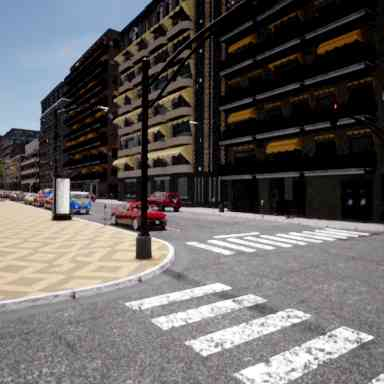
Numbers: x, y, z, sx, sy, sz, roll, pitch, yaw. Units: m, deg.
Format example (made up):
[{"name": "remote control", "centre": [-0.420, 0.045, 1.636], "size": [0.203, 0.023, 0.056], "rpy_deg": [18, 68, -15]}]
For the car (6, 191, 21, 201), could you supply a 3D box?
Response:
[{"name": "car", "centre": [-26.412, 0.541, 50.590], "size": [1.967, 1.590, 4.097], "rpy_deg": [2, 0, -36]}]

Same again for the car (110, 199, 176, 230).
[{"name": "car", "centre": [-3.057, 1.260, 18.618], "size": [1.887, 1.381, 4.507], "rpy_deg": [2, 0, -36]}]

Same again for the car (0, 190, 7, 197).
[{"name": "car", "centre": [-39.764, 0.300, 68.860], "size": [2.008, 1.369, 4.403], "rpy_deg": [2, 0, -36]}]

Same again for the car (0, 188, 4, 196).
[{"name": "car", "centre": [-43.093, -0.023, 73.428], "size": [2.192, 1.841, 5.009], "rpy_deg": [2, 0, -36]}]

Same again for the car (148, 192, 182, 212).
[{"name": "car", "centre": [-2.962, 0.935, 32.702], "size": [2.192, 1.841, 5.009], "rpy_deg": [2, 0, -36]}]

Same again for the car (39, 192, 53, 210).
[{"name": "car", "centre": [-13.067, 0.996, 32.320], "size": [1.887, 1.381, 4.507], "rpy_deg": [2, 0, -36]}]

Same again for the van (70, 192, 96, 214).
[{"name": "van", "centre": [-9.724, 0.881, 27.753], "size": [1.690, 1.788, 3.998], "rpy_deg": [2, 0, -36]}]

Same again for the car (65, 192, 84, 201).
[{"name": "car", "centre": [-19.654, 0.747, 55.540], "size": [1.947, 1.339, 4.313], "rpy_deg": [2, 0, -36]}]

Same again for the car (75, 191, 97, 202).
[{"name": "car", "centre": [-16.314, 0.709, 50.973], "size": [1.967, 1.590, 4.097], "rpy_deg": [2, 0, -36]}]

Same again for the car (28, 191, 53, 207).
[{"name": "car", "centre": [-16.404, 0.908, 36.888], "size": [1.887, 1.381, 4.507], "rpy_deg": [2, 0, -36]}]

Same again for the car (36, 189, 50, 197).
[{"name": "car", "centre": [-32.999, 0.270, 73.810], "size": [1.967, 1.590, 4.097], "rpy_deg": [2, 0, -36]}]

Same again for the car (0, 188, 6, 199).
[{"name": "car", "centre": [-33.089, 0.470, 59.725], "size": [1.887, 1.381, 4.507], "rpy_deg": [2, 0, -36]}]

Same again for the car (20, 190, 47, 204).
[{"name": "car", "centre": [-19.641, 0.804, 41.318], "size": [1.752, 1.417, 4.829], "rpy_deg": [2, 0, -36]}]

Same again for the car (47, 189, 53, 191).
[{"name": "car", "centre": [-26.427, 0.528, 64.812], "size": [1.752, 1.417, 4.829], "rpy_deg": [2, 0, -36]}]
